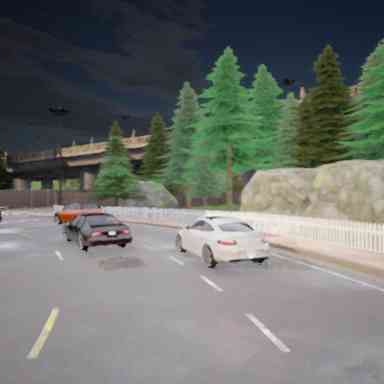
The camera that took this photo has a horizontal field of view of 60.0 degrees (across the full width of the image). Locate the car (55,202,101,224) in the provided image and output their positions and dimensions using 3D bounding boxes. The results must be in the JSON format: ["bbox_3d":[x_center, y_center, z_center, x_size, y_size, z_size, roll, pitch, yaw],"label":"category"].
[{"bbox_3d":[-8.275,1.538,24.444,4.553,1.767,2.097,-1,0,44],"label":"car"}]

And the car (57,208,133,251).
[{"bbox_3d":[-4.373,1.652,14.885,2.033,1.411,5.357,-1,0,-32],"label":"car"}]

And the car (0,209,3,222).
[{"bbox_3d":[-17.893,1.678,28.083,4.553,1.767,2.097,0,0,39],"label":"car"}]

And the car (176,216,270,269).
[{"bbox_3d":[0.870,1.552,11.382,1.812,1.442,4.674,0,0,-19],"label":"car"}]
